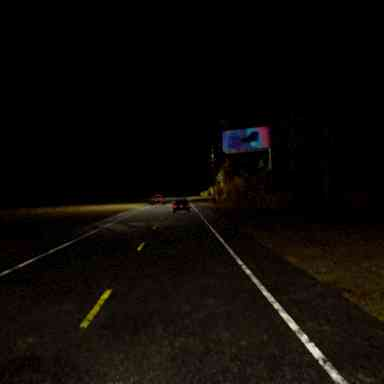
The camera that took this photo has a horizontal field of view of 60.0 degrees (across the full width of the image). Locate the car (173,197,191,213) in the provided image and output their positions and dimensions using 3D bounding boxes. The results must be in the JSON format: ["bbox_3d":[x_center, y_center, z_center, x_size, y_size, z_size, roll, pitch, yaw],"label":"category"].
[{"bbox_3d":[-1.129,1.495,36.222,2.033,1.411,5.357,-2,0,-1],"label":"car"}]

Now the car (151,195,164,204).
[{"bbox_3d":[-5.151,1.219,50.197,1.882,1.535,5.008,-2,0,-2],"label":"car"}]

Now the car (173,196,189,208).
[{"bbox_3d":[-1.520,1.422,47.971,2.128,1.511,4.902,-2,0,-1],"label":"car"}]
